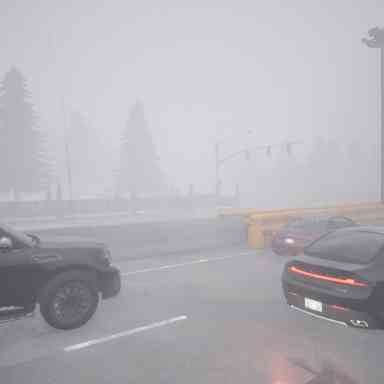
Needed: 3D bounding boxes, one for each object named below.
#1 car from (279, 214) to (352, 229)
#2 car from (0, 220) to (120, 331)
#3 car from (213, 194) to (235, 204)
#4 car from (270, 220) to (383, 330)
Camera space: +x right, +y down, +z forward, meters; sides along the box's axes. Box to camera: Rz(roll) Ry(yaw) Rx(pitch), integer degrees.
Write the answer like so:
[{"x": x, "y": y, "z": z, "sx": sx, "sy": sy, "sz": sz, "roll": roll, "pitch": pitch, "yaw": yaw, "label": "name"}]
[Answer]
[{"x": 4.627, "y": 1.440, "z": 11.339, "sx": 4.181, "sy": 1.385, "sz": 1.994, "roll": -1, "pitch": 1, "yaw": -35, "label": "car"}, {"x": -3.980, "y": 1.224, "z": 5.204, "sx": 5.566, "sy": 2.045, "sz": 2.150, "roll": 0, "pitch": 0, "yaw": -36, "label": "car"}, {"x": 4.738, "y": 1.024, "z": 50.124, "sx": 2.128, "sy": 1.511, "sz": 4.902, "roll": -1, "pitch": 1, "yaw": -35, "label": "car"}, {"x": 3.817, "y": 1.434, "z": 6.471, "sx": 4.892, "sy": 1.490, "sz": 1.837, "roll": -1, "pitch": 1, "yaw": -35, "label": "car"}]
